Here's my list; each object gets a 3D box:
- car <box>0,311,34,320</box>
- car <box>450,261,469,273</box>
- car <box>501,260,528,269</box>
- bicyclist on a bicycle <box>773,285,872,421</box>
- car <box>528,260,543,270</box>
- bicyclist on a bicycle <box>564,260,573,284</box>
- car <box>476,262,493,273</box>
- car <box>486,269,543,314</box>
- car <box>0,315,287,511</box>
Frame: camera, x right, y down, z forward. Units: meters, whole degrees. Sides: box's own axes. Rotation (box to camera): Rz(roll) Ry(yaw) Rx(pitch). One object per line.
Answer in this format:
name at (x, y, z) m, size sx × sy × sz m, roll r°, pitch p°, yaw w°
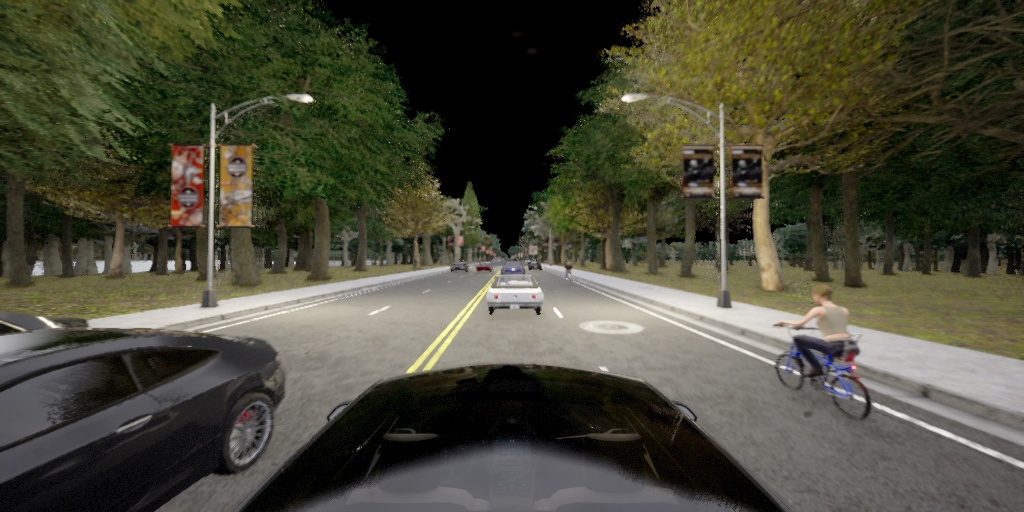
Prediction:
car at (-6.598, 1.256, 2.889) m, size 1.837 × 1.490 × 4.892 m, roll 0°, pitch 0°, yaw 0°
car at (-6.592, 1.385, 45.486) m, size 1.994 × 1.385 × 4.181 m, roll 0°, pitch 0°, yaw 0°
car at (0.093, 1.142, 32.118) m, size 2.097 × 1.767 × 4.553 m, roll 0°, pitch 0°, yaw 0°
bicyclist on a bicycle at (4.128, 1.188, 4.863) m, size 0.866 × 1.612 × 1.509 m, roll 0°, pitch 0°, yaw 0°
car at (3.341, 1.367, 52.798) m, size 1.812 × 1.442 × 4.674 m, roll 0°, pitch 0°, yaw 0°
bicyclist on a bicycle at (4.136, 1.149, 26.382) m, size 0.659 × 1.776 × 1.843 m, roll 0°, pitch 0°, yaw 0°
car at (-3.349, 1.417, 44.090) m, size 1.895 × 1.301 × 4.718 m, roll 0°, pitch 0°, yaw 0°
car at (0.096, 1.361, 13.846) m, size 1.895 × 1.301 × 4.718 m, roll 0°, pitch 0°, yaw 0°
car at (-3.349, 1.276, 2.087) m, size 1.812 × 1.442 × 4.674 m, roll 0°, pitch 0°, yaw 0°
